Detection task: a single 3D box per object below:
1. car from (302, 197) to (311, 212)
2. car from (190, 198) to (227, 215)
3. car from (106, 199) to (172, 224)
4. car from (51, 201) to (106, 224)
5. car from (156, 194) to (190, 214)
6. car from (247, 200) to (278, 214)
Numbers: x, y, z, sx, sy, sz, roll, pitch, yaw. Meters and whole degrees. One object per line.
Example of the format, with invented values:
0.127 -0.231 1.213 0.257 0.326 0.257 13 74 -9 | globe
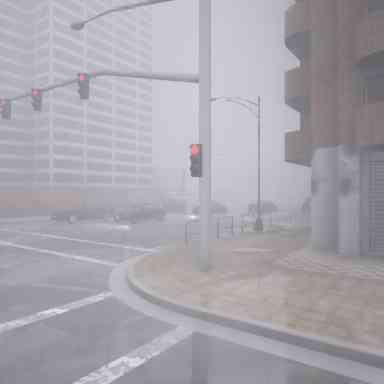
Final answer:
14.466 1.352 38.722 2.097 1.767 4.553 0 0 35 | car
1.821 1.564 33.271 1.994 1.385 4.181 0 0 36 | car
-3.875 1.526 25.218 1.812 1.442 4.674 0 0 35 | car
-8.176 1.478 25.230 1.882 1.535 5.008 0 0 35 | car
-2.601 1.352 33.099 2.097 1.767 4.553 0 0 35 | car
7.386 1.526 34.749 1.812 1.442 4.674 0 0 35 | car
